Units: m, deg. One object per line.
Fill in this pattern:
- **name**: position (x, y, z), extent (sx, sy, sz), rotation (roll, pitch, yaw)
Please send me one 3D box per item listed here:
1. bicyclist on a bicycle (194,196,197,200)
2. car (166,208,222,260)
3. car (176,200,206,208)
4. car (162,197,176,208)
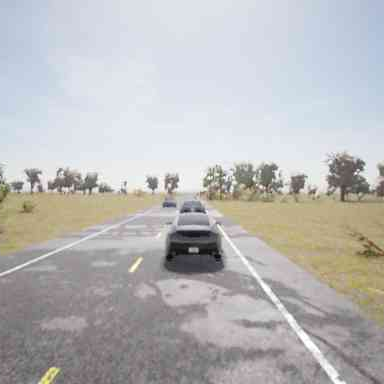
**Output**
- **bicyclist on a bicycle**: position (0.956, 1.756, 90.135), extent (0.866, 1.612, 1.509), rotation (0, 0, 0)
- **car**: position (0.070, 1.544, 12.553), extent (1.837, 1.490, 4.892), rotation (0, 0, 0)
- **car**: position (0.068, 1.442, 27.642), extent (2.097, 1.767, 4.553), rotation (0, 0, 0)
- **car**: position (-3.567, 1.529, 52.475), extent (2.097, 1.767, 4.553), rotation (0, 0, 0)
